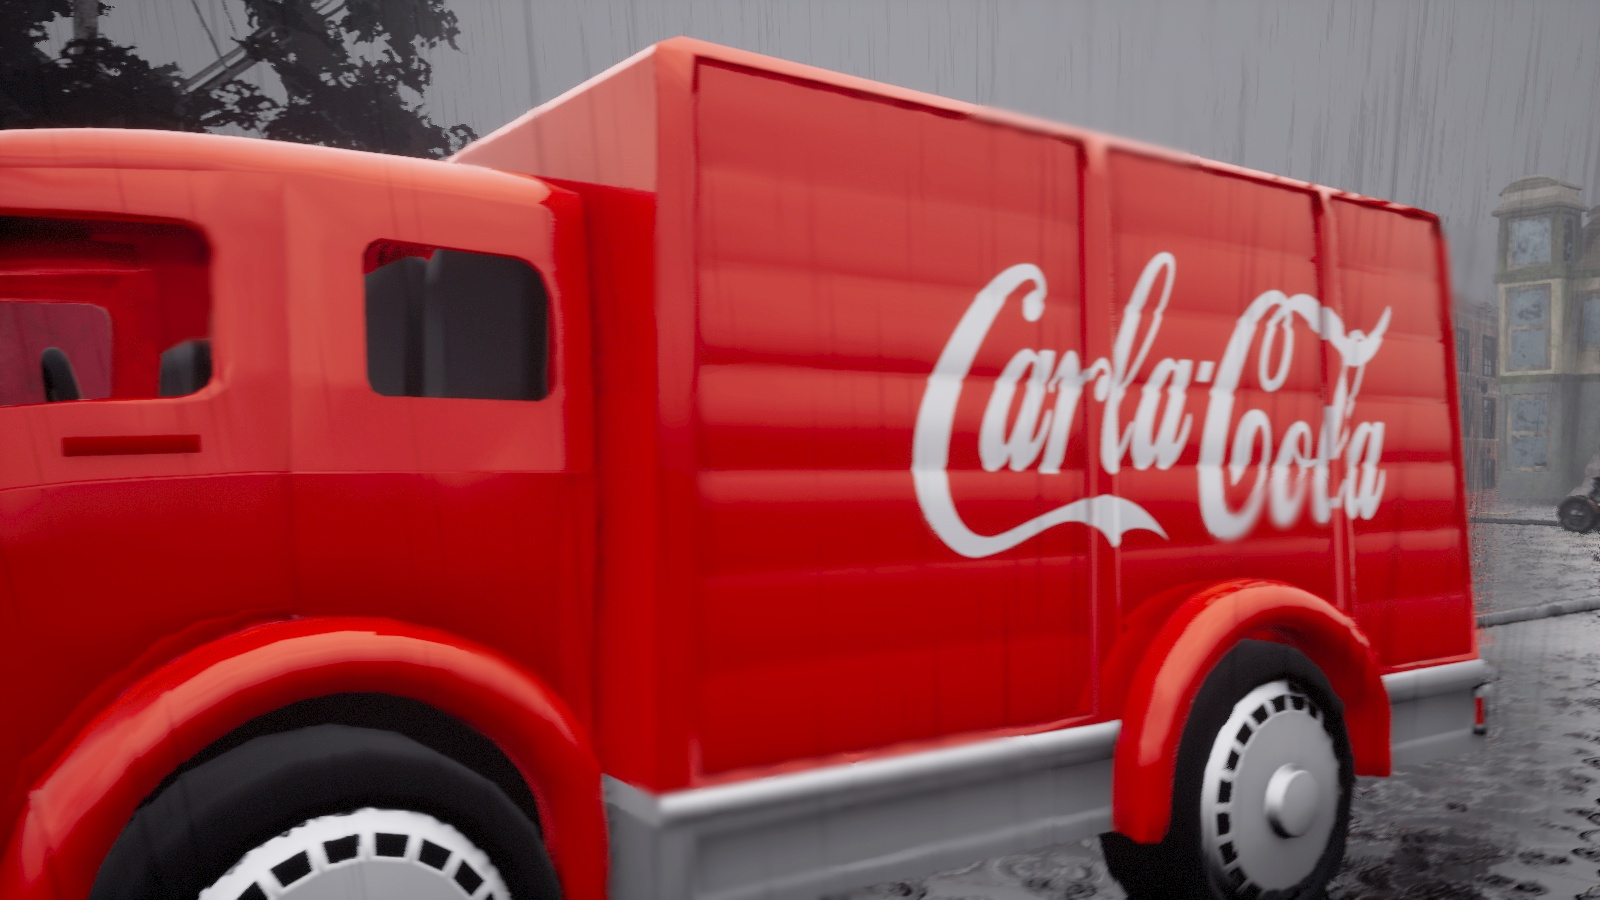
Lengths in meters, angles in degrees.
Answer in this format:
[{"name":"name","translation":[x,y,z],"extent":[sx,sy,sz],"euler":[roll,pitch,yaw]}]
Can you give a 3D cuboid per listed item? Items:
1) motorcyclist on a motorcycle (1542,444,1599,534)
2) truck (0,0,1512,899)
[{"name":"motorcyclist on a motorcycle","translation":[15.093,0.721,23.169],"extent":[0.766,1.649,2.350],"euler":[-1,0,-28]},{"name":"truck","translation":[-0.392,0.269,3.999],"extent":[5.204,2.467,2.627],"euler":[0,0,-35]}]
